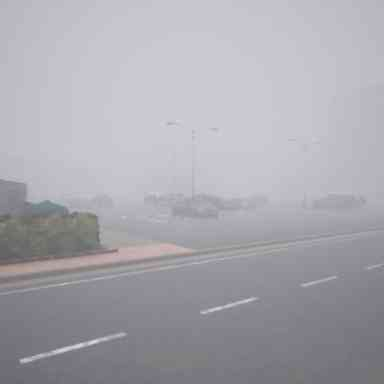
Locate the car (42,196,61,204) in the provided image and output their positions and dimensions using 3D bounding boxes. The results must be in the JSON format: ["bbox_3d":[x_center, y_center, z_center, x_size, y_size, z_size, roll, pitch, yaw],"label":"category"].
[{"bbox_3d":[-24.617,1.416,57.487,1.970,1.475,3.806,0,0,-35],"label":"car"}]

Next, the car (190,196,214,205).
[{"bbox_3d":[1.625,1.363,54.638,1.970,1.475,3.806,0,0,-35],"label":"car"}]

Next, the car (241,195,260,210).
[{"bbox_3d":[5.605,1.379,38.969,1.970,1.475,3.806,0,0,-35],"label":"car"}]

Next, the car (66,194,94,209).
[{"bbox_3d":[-14.543,1.384,43.218,1.784,1.438,3.905,0,0,-35],"label":"car"}]

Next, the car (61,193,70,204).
[{"bbox_3d":[-22.244,1.169,59.145,1.905,1.878,3.866,0,0,-35],"label":"car"}]

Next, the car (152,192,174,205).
[{"bbox_3d":[-6.222,1.117,70.476,1.905,1.878,3.866,0,0,-35],"label":"car"}]

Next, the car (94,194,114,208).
[{"bbox_3d":[-12.138,1.166,44.833,1.932,1.855,4.605,0,0,-35],"label":"car"}]

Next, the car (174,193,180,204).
[{"bbox_3d":[-3.824,1.106,72.098,1.932,1.855,4.605,0,0,-35],"label":"car"}]

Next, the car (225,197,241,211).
[{"bbox_3d":[3.238,1.355,37.303,1.784,1.438,3.905,0,0,-35],"label":"car"}]

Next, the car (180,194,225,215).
[{"bbox_3d":[1.073,1.152,35.716,1.932,1.855,4.605,0,0,-35],"label":"car"}]
